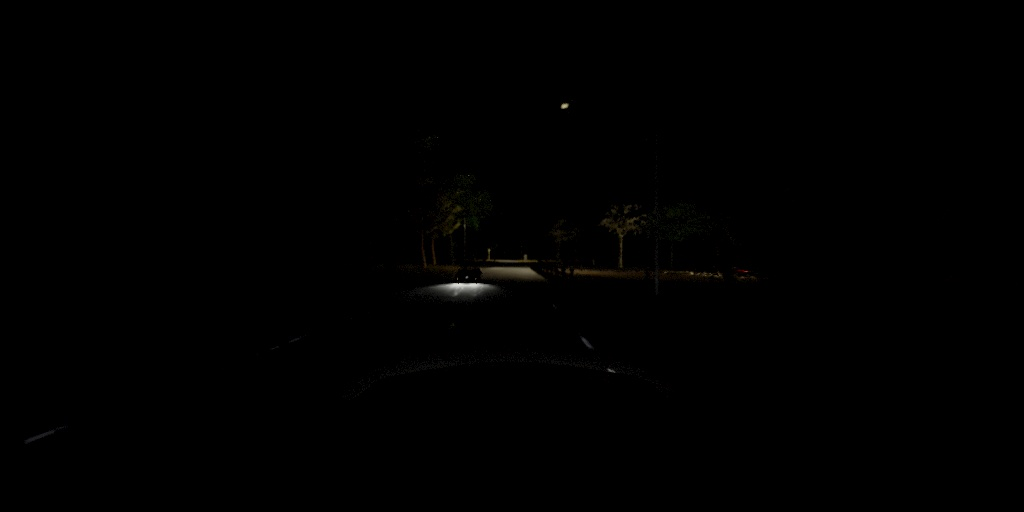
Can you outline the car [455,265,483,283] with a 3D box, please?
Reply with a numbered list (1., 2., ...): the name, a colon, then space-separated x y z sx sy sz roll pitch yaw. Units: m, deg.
1. car: -3.507 1.483 29.930 1.994 1.385 4.181 0 0 1
